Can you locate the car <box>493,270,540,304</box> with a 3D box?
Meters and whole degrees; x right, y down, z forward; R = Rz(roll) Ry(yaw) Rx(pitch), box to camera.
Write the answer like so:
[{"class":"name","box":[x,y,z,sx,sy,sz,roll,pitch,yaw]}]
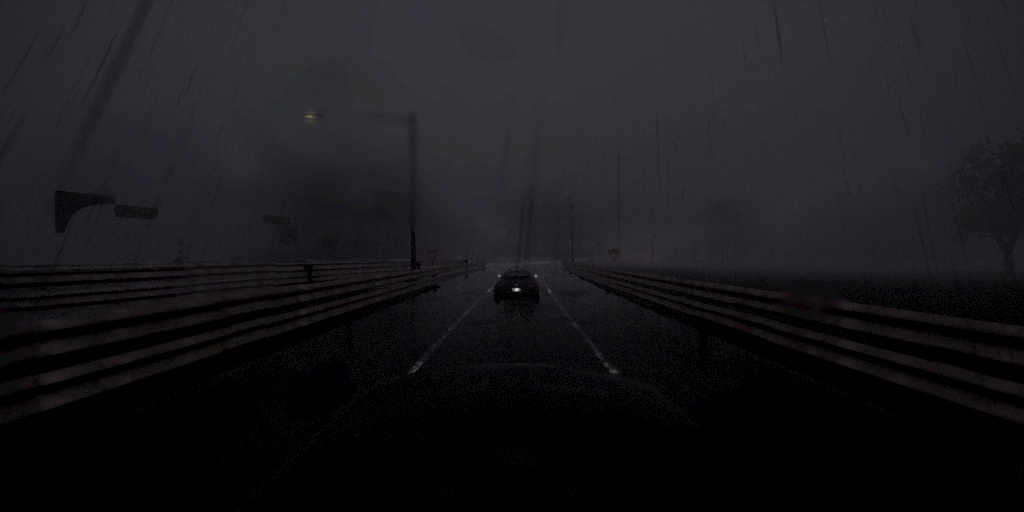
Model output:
[{"class":"car","box":[0.248,1.326,16.418,1.994,1.385,4.181,0,0,2]}]
